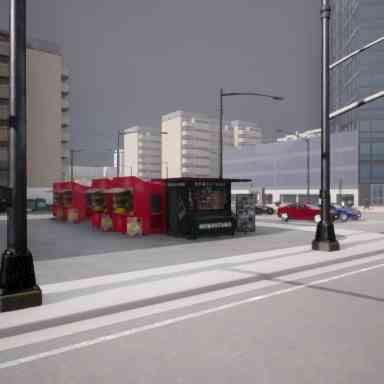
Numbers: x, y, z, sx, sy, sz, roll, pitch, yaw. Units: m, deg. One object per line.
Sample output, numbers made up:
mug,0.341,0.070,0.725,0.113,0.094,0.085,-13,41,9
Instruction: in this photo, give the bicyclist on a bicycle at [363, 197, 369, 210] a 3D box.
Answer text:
bicyclist on a bicycle,22.211,1.466,42.457,1.656,1.620,0.582,0,0,-36

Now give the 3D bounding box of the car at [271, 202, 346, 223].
car,9.125,1.585,26.482,1.882,1.535,5.008,0,-1,-36

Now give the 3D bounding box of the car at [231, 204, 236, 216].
car,3.636,1.820,34.036,1.895,1.301,4.718,0,-1,-36

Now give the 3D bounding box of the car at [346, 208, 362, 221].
car,11.988,1.635,28.466,1.812,1.442,4.674,0,-1,-35

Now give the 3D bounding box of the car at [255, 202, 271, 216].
car,6.827,1.774,35.604,1.994,1.385,4.181,0,-1,-36
